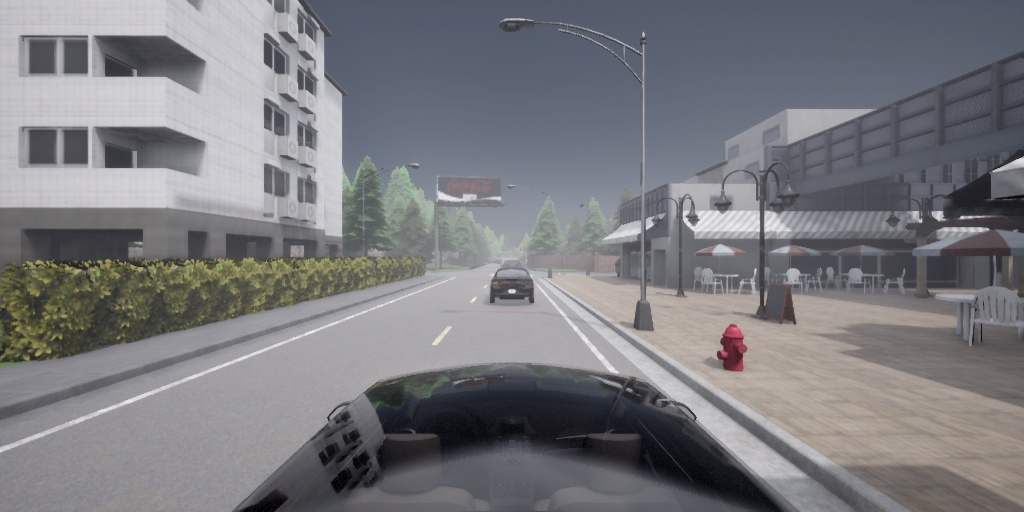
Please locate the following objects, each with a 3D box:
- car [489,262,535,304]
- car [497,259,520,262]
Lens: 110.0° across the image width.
[{"bbox_3d":[0.000,1.234,16.500,1.882,1.535,5.008,0,0,0],"label":"car"},{"bbox_3d":[0.000,1.115,31.470,2.097,1.767,4.553,0,0,0],"label":"car"}]
